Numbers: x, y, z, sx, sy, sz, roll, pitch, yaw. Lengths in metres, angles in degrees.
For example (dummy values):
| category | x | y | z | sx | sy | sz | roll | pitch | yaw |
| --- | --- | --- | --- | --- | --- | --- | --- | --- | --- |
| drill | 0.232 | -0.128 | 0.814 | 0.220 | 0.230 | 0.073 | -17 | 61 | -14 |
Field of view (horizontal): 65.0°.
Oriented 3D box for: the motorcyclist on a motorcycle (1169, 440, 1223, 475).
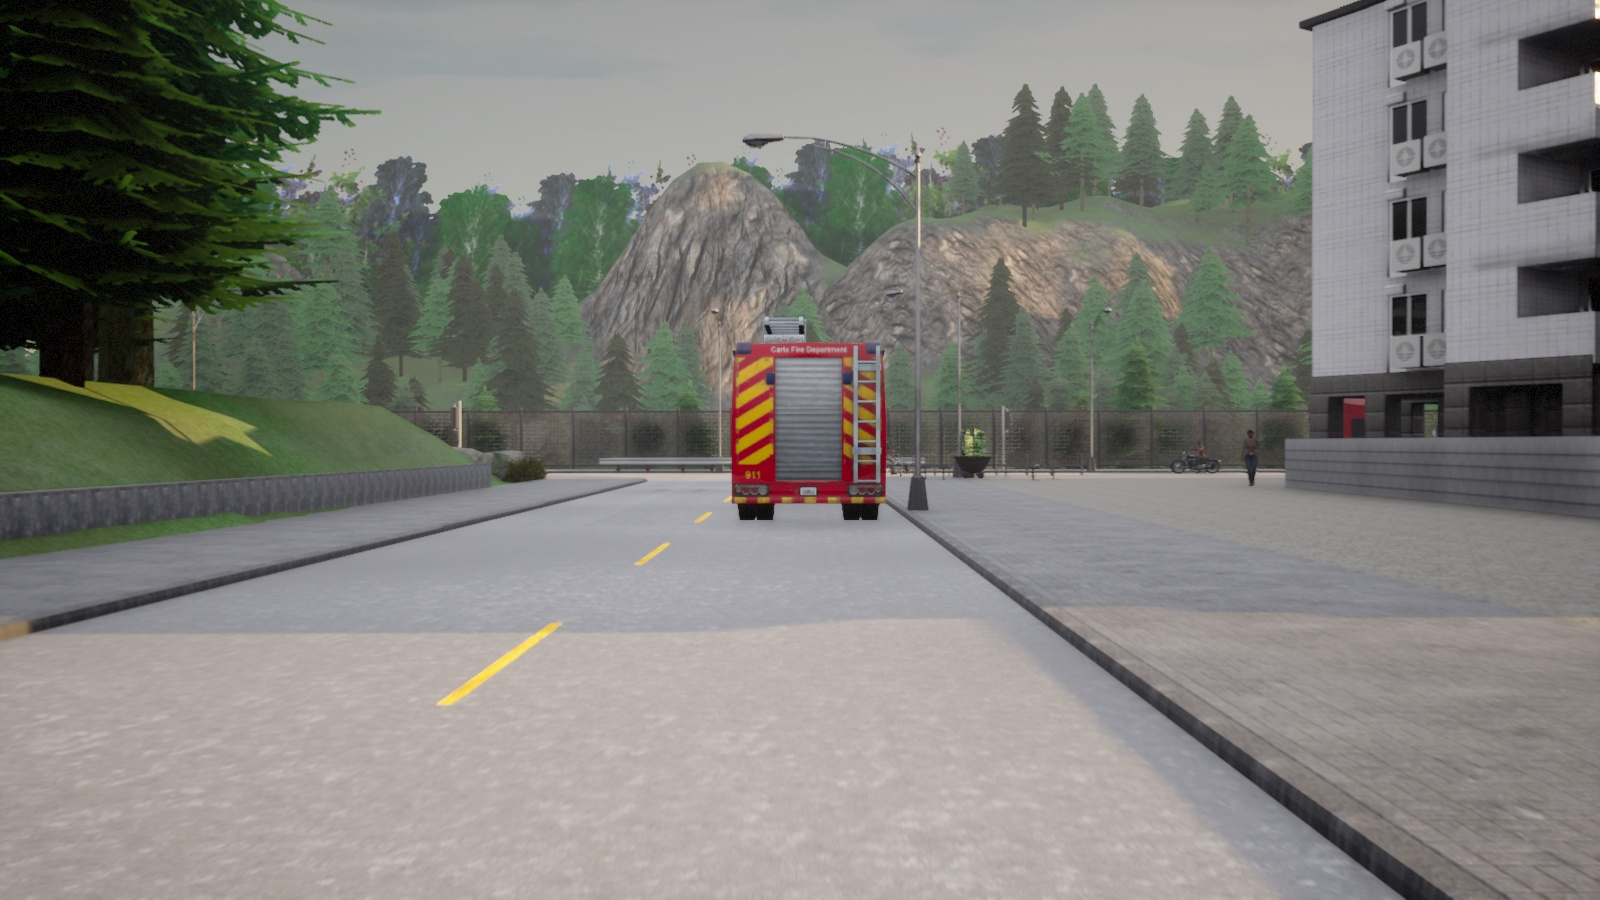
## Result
| category | x | y | z | sx | sy | sz | roll | pitch | yaw |
| --- | --- | --- | --- | --- | --- | --- | --- | --- | --- |
| motorcyclist on a motorcycle | 18.863 | 0.375 | 59.824 | 2.350 | 1.649 | 0.766 | 0 | 0 | 0 |

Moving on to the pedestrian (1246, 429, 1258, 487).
| category | x | y | z | sx | sy | sz | roll | pitch | yaw |
| --- | --- | --- | --- | --- | --- | --- | --- | --- | --- |
| pedestrian | 14.220 | 0.245 | 39.519 | 0.328 | 1.805 | 0.869 | 0 | 0 | 20 |

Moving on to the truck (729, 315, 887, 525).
| category | x | y | z | sx | sy | sz | roll | pitch | yaw |
| --- | --- | --- | --- | --- | --- | --- | --- | --- | --- |
| truck | 0.174 | -0.571 | 27.185 | 2.891 | 3.827 | 8.468 | 0 | 0 | 0 |
